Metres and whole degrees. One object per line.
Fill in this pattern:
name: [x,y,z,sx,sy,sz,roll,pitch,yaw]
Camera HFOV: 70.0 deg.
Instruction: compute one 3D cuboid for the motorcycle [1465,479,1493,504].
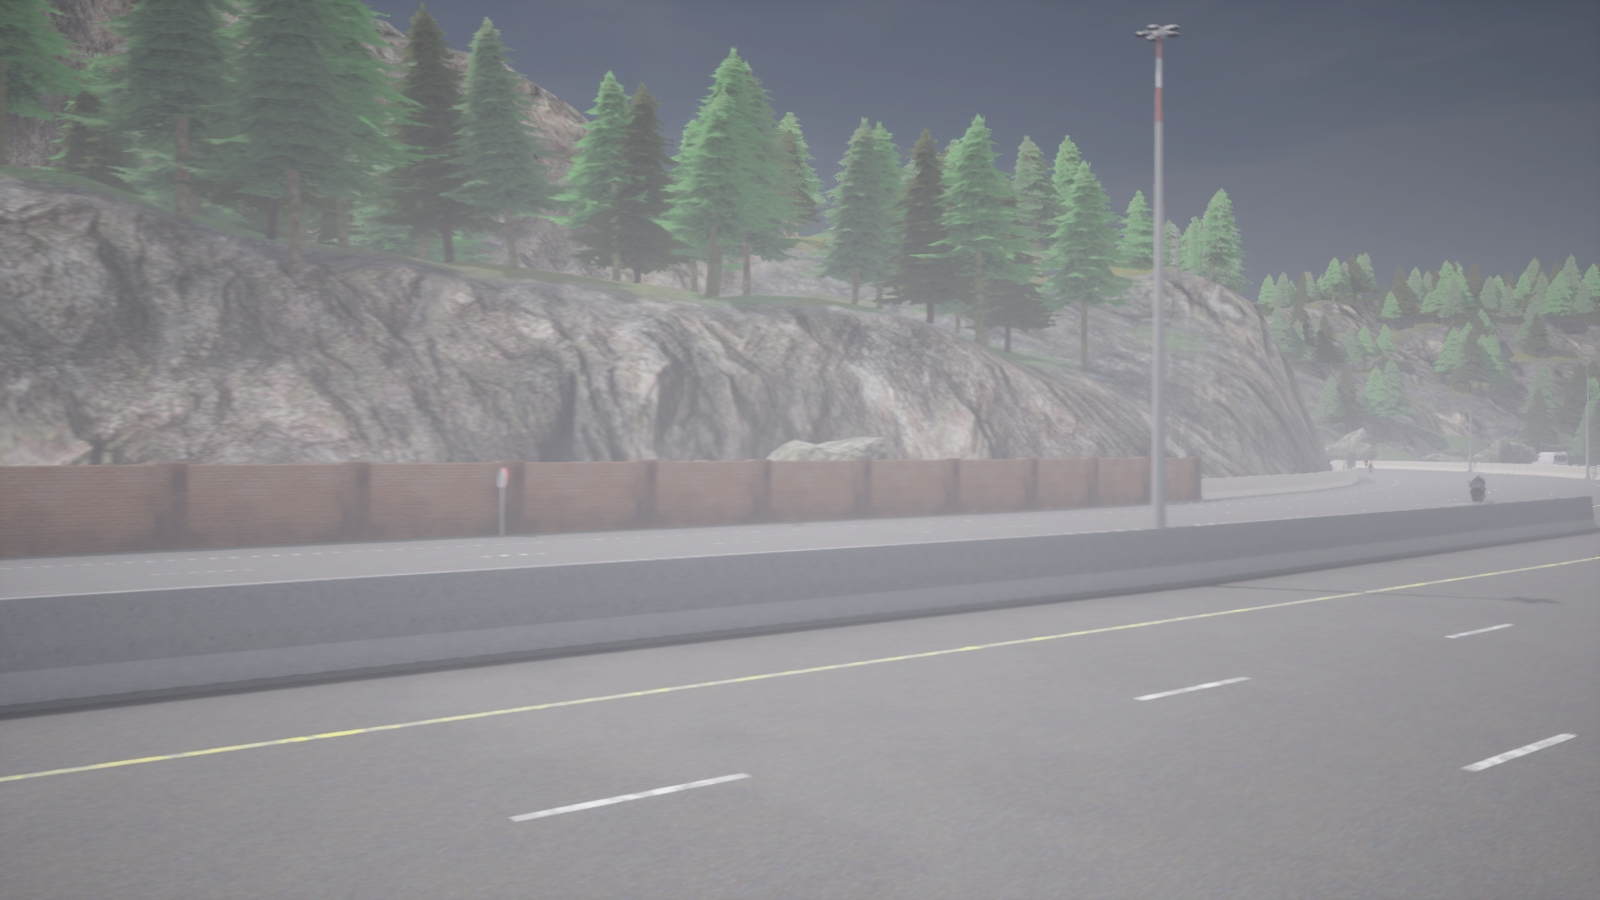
motorcycle: [36.115,2.209,60.760,0.867,1.251,2.209,-2,-1,42]
